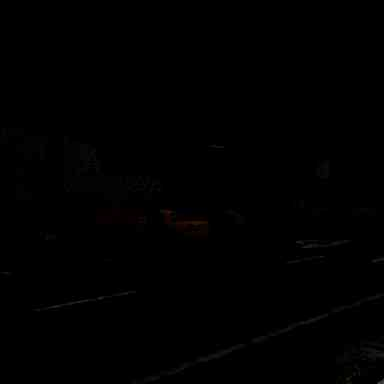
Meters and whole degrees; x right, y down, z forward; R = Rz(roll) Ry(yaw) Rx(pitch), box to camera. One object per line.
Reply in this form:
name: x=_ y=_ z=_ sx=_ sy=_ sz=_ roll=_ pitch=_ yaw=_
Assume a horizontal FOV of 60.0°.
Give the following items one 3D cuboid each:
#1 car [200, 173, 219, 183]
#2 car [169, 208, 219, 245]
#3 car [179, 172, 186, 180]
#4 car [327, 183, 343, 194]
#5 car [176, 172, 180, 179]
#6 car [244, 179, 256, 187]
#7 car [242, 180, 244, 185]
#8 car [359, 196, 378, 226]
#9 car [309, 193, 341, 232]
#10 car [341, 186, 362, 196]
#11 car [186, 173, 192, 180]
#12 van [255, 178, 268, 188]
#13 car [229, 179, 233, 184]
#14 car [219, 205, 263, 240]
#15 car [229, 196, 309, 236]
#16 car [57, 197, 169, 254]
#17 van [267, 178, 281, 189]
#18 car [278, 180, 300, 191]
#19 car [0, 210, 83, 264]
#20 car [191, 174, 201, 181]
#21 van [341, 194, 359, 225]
car: x=4.947 y=-3.180 z=82.262 sx=1.946 sy=1.575 sz=5.366 roll=7 pitch=3 yaw=34
car: x=-1.686 y=1.501 z=15.532 sx=5.366 sy=1.575 sz=1.946 roll=-1 pitch=-1 yaw=34
car: x=-0.439 y=-4.089 z=89.448 sx=2.185 sy=1.767 sz=4.553 roll=4 pitch=1 yaw=33
car: x=23.944 y=-0.430 z=55.049 sx=2.435 sy=2.045 sz=5.566 roll=7 pitch=3 yaw=35
car: x=-2.215 y=-4.366 z=91.793 sx=2.435 sy=2.045 sz=5.566 roll=1 pitch=-1 yaw=34
car: x=13.646 y=-1.816 z=69.983 sx=1.946 sy=1.575 sz=5.366 roll=7 pitch=3 yaw=35
car: x=11.811 y=-2.048 z=72.300 sx=2.002 sy=1.452 sz=4.674 roll=7 pitch=3 yaw=35
car: x=10.795 y=1.401 z=24.063 sx=4.553 sy=1.767 sz=2.185 roll=-1 pitch=-1 yaw=35
car: x=5.853 y=1.265 z=20.634 sx=5.566 sy=2.045 sz=2.435 roll=-1 pitch=-1 yaw=35
car: x=25.639 y=0.132 z=52.580 sx=2.002 sy=1.452 sz=4.674 roll=7 pitch=3 yaw=35
car: x=1.295 y=-3.855 z=86.981 sx=2.185 sy=1.767 sz=4.553 roll=6 pitch=3 yaw=34
van: x=15.225 y=-1.768 z=67.254 sx=1.878 sy=1.987 sz=4.442 roll=7 pitch=4 yaw=35
car: x=10.065 y=-2.321 z=74.760 sx=2.002 sy=1.452 sz=4.674 roll=7 pitch=3 yaw=35
car: x=0.918 y=1.546 z=17.164 sx=4.674 sy=1.452 sz=2.002 roll=-1 pitch=-1 yaw=35
car: x=3.342 y=1.260 z=18.925 sx=5.566 sy=2.045 sz=2.435 roll=-1 pitch=-1 yaw=35
car: x=-4.003 y=1.246 z=13.701 sx=5.566 sy=2.045 sz=2.435 roll=-1 pitch=-1 yaw=34
van: x=16.958 y=-1.495 z=64.786 sx=1.878 sy=1.987 sz=4.442 roll=7 pitch=4 yaw=35
car: x=18.722 y=-0.997 z=62.426 sx=2.231 sy=1.521 sz=4.892 roll=7 pitch=3 yaw=35
car: x=-6.445 y=1.523 z=11.952 sx=4.792 sy=1.488 sz=2.163 roll=-1 pitch=-1 yaw=34
car: x=3.093 y=-3.703 z=84.518 sx=2.435 sy=2.045 sz=5.566 roll=7 pitch=3 yaw=34
van: x=8.389 y=1.294 z=22.308 sx=4.442 sy=1.987 sz=1.878 roll=-1 pitch=-1 yaw=35
